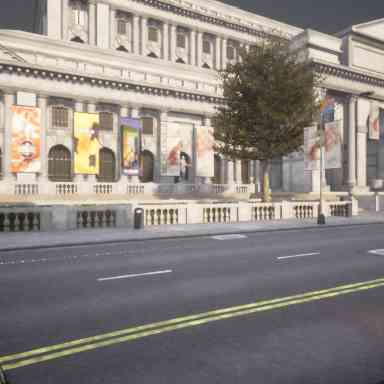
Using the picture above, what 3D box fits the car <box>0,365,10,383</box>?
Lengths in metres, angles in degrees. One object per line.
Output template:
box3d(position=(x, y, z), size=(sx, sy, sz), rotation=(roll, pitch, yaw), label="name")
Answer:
box3d(position=(-3.649, 1.221, 0.954), size=(5.566, 2.045, 2.150), rotation=(0, 0, -39), label="car")
